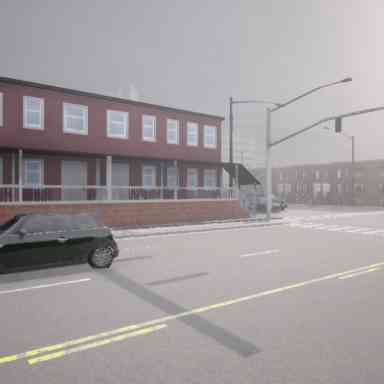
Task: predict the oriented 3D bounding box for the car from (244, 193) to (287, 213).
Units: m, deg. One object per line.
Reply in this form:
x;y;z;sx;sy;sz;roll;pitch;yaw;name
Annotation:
7.456;1.319;36.023;2.097;1.767;4.553;0;0;-36;car

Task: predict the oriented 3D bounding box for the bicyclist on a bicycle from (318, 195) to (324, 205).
20.340;1.278;52.365;1.656;1.620;0.582;0;0;-36;bicyclist on a bicycle

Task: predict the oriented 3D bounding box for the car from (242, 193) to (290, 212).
8.803;1.186;40.157;2.150;2.045;5.566;0;0;-36;car

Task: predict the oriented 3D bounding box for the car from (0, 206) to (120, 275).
-4.471;1.327;9.399;4.553;1.767;2.097;0;0;-35;car
